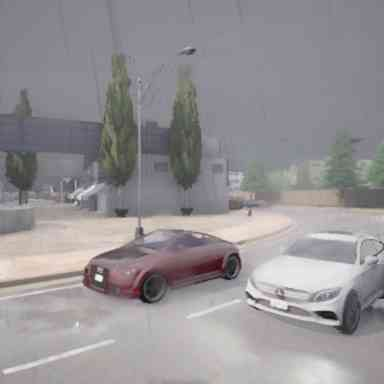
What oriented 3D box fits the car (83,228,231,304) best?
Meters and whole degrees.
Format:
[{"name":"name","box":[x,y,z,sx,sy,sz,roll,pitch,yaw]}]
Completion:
[{"name":"car","box":[-0.570,1.661,8.512,4.181,1.385,1.994,0,-1,-45]}]

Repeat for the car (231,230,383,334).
[{"name":"car","box":[3.045,1.601,7.144,1.812,1.442,4.674,-1,-1,44]}]

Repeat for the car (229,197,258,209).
[{"name":"car","box":[8.189,1.811,55.938,2.150,2.045,5.566,0,-1,-22]}]

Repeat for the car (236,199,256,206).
[{"name":"car","box":[11.982,2.268,74.109,1.882,1.535,5.008,0,-1,-23]}]

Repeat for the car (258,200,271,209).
[{"name":"car","box":[11.623,2.127,56.729,1.812,1.442,4.674,0,-1,-21]}]
